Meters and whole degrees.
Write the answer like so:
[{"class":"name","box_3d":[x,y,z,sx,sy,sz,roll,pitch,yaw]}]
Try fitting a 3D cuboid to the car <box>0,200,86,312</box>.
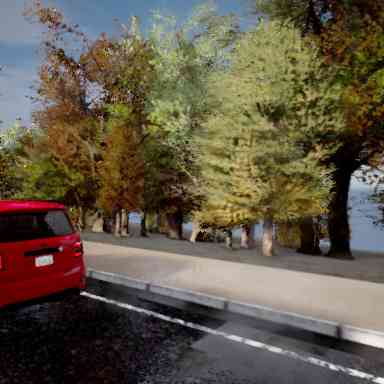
[{"class":"car","box_3d":[-4.578,1.179,6.947,5.566,2.045,2.150,1,0,35]}]
